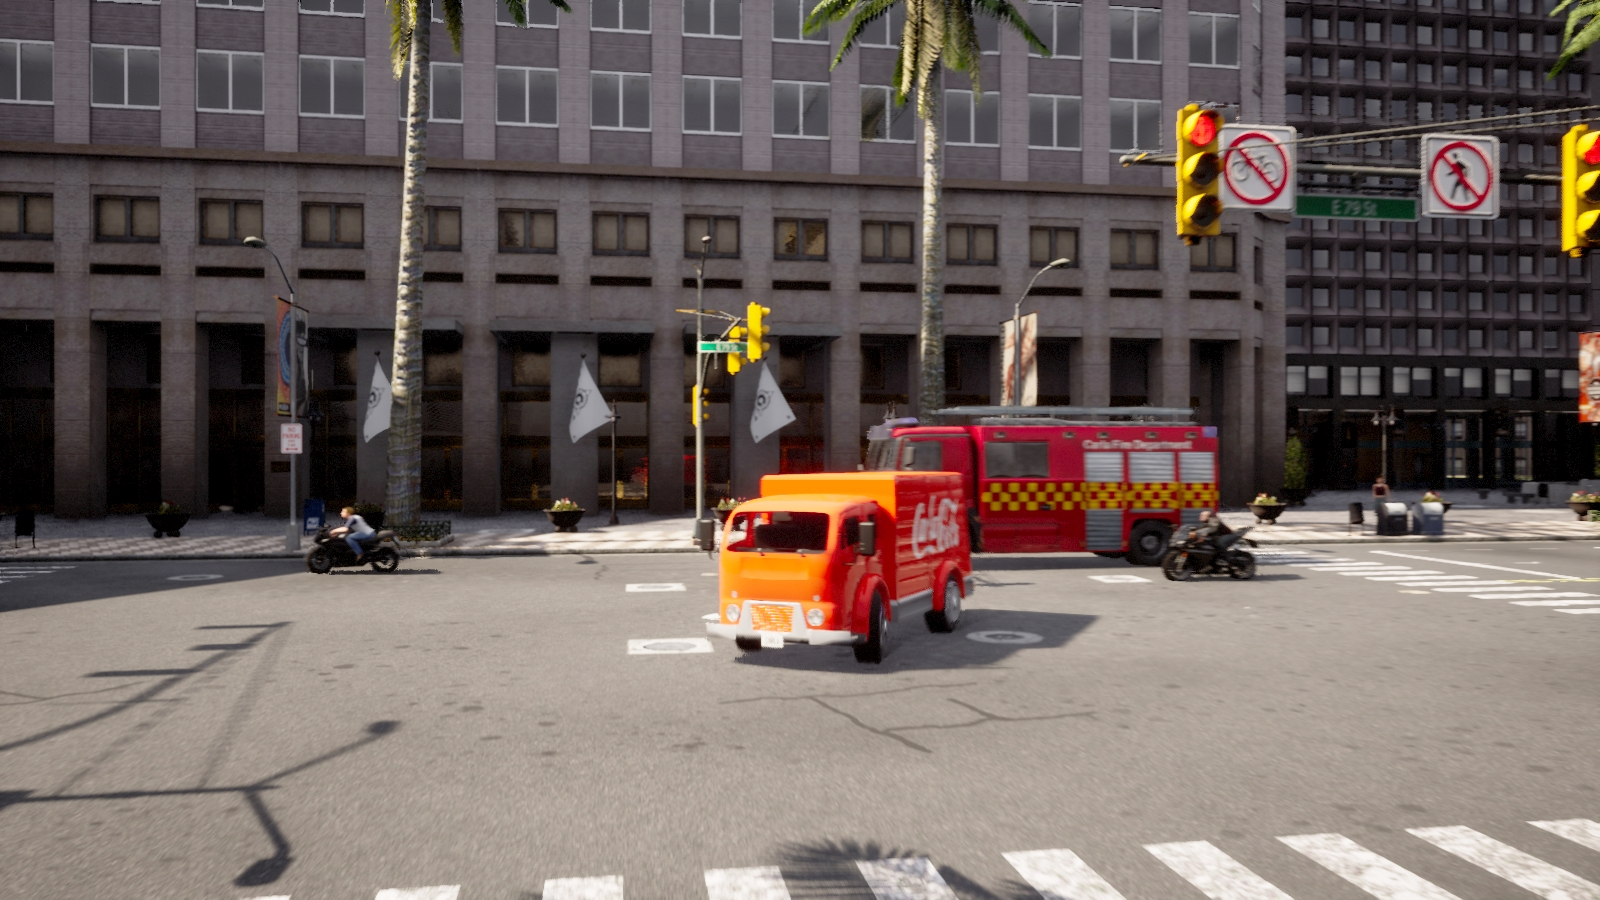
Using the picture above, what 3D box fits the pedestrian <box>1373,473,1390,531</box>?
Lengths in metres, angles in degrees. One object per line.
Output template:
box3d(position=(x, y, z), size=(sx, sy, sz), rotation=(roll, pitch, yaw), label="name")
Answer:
box3d(position=(19.014, 1.689, 37.364), size=(0.375, 1.860, 0.375), rotation=(0, 0, -34), label="pedestrian")

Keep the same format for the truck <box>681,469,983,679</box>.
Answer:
box3d(position=(0.712, 1.566, 16.812), size=(2.627, 2.467, 5.204), rotation=(-1, 0, 24), label="truck")

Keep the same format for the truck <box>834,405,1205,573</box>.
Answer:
box3d(position=(5.275, 0.888, 28.076), size=(8.468, 3.827, 2.891), rotation=(0, 0, -9), label="truck")

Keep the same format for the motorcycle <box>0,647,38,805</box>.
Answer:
box3d(position=(-7.316, 2.216, 9.002), size=(2.033, 1.145, 0.803), rotation=(0, 0, -9), label="motorcycle")

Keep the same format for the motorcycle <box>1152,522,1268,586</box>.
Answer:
box3d(position=(8.775, 2.202, 24.465), size=(2.209, 1.251, 0.867), rotation=(0, -1, -14), label="motorcycle")
